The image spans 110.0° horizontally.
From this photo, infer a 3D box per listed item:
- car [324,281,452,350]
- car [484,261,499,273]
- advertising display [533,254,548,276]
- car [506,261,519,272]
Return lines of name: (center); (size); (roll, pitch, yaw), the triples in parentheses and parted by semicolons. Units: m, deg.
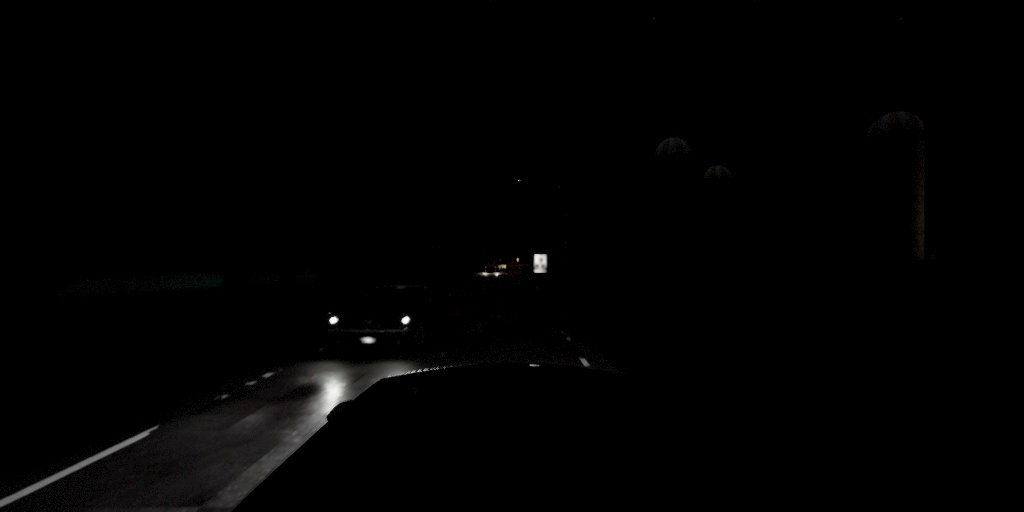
car: (-2.849, 1.371, 9.320); (1.895, 1.301, 4.718); (0, 0, 0)
car: (-2.822, 1.504, 49.924); (1.882, 1.535, 5.008); (0, 0, 0)
advertising display: (3.130, 0.962, 39.712); (1.540, 2.440, 0.280); (0, 0, 0)
car: (0.038, 1.534, 53.219); (1.882, 1.535, 5.008); (0, -1, 0)
